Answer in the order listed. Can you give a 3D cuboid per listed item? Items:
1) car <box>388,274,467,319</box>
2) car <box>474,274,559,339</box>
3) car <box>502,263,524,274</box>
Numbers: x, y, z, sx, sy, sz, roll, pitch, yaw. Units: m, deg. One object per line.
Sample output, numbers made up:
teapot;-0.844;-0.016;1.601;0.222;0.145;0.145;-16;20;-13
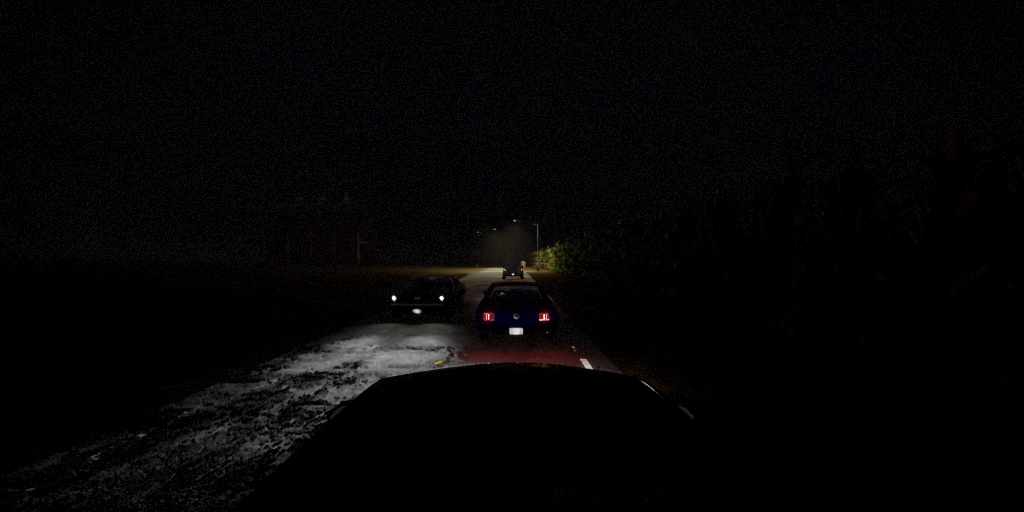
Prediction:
car;-2.851;1.359;12.996;1.895;1.301;4.718;0;0;0
car;0.097;1.356;10.037;1.895;1.301;4.718;0;0;0
car;0.095;1.331;32.600;1.812;1.442;4.674;0;0;0
